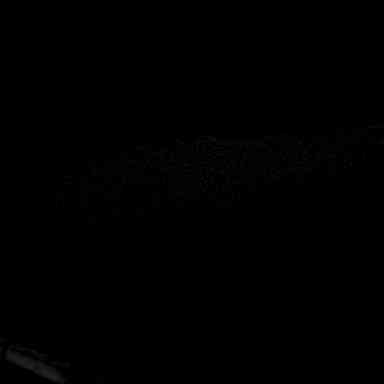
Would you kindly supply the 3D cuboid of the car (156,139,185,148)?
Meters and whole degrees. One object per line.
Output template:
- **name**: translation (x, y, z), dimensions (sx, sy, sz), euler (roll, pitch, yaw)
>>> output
- **car**: translation (-1.889, -5.296, 38.371), dimensions (2.185, 1.767, 4.553), euler (0, 2, -41)

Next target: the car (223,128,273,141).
- **car**: translation (5.470, -4.922, 29.975), dimensions (2.185, 1.767, 4.553), euler (0, 2, -41)

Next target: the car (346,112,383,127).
- **car**: translation (12.674, -4.427, 21.755), dimensions (2.231, 1.521, 4.892), euler (0, 2, -41)

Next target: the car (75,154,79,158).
- **car**: translation (-20.061, -5.990, 59.103), dimensions (2.002, 1.452, 4.674), euler (0, 1, -41)

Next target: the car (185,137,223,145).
- **car**: translation (1.847, -4.940, 34.108), dimensions (2.002, 1.452, 4.674), euler (0, 2, -41)

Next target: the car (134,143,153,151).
- **car**: translation (-5.525, -5.476, 42.520), dimensions (2.185, 1.767, 4.553), euler (0, 2, -41)

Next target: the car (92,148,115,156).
- **car**: translation (-12.787, -5.699, 50.803), dimensions (2.231, 1.521, 4.892), euler (0, 2, -41)

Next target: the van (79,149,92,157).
- **van**: translation (-16.338, -6.089, 54.856), dimensions (1.878, 1.987, 4.442), euler (0, 1, -41)
